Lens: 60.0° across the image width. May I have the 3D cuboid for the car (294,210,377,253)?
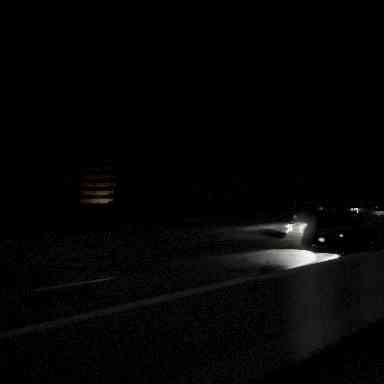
[{"bbox_3d":[6.528,1.714,14.599,1.994,1.385,4.181,0,-1,45],"label":"car"}]

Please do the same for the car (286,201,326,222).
[{"bbox_3d":[9.802,1.798,28.983,2.128,1.511,4.902,0,-1,36],"label":"car"}]

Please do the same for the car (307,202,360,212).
[{"bbox_3d":[10.286,1.733,23.934,1.882,1.535,5.008,0,-1,39],"label":"car"}]

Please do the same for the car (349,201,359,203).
[{"bbox_3d":[28.788,2.250,59.627,1.994,1.385,4.181,0,-1,21],"label":"car"}]

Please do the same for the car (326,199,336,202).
[{"bbox_3d":[27.477,2.236,66.112,1.837,1.490,4.892,0,-1,20],"label":"car"}]

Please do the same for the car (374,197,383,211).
[{"bbox_3d":[28.776,1.802,49.699,2.150,2.045,5.566,0,-1,21],"label":"car"}]
